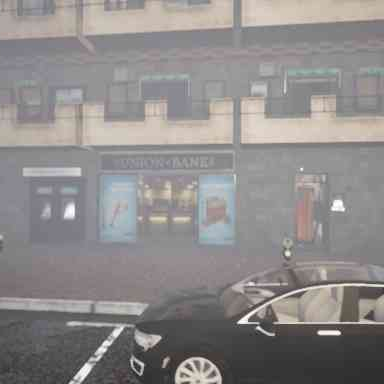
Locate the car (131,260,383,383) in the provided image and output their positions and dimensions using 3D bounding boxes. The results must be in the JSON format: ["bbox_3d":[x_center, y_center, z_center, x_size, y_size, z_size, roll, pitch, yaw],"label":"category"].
[{"bbox_3d":[1.472,1.549,4.019,4.403,1.369,2.008,0,0,7],"label":"car"}]
